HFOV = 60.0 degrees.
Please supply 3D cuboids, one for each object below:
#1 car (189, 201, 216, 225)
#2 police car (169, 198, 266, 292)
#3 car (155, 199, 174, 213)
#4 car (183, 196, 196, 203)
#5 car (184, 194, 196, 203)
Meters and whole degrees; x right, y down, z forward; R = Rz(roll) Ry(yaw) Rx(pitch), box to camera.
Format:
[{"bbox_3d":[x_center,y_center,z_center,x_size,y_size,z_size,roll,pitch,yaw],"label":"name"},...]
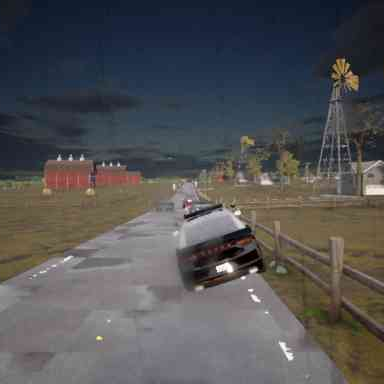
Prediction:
[{"bbox_3d":[0.705,1.471,25.130,1.837,1.490,4.892,0,0,0],"label":"car"},{"bbox_3d":[0.526,1.199,9.208,1.930,1.638,5.238,-18,3,0],"label":"police car"},{"bbox_3d":[-2.929,1.488,37.033,2.033,1.411,5.357,0,0,0],"label":"car"},{"bbox_3d":[0.660,1.308,19.089,2.097,1.767,4.553,-1,0,0],"label":"car"},{"bbox_3d":[-0.290,1.209,60.562,2.128,1.511,4.902,0,1,0],"label":"car"}]
